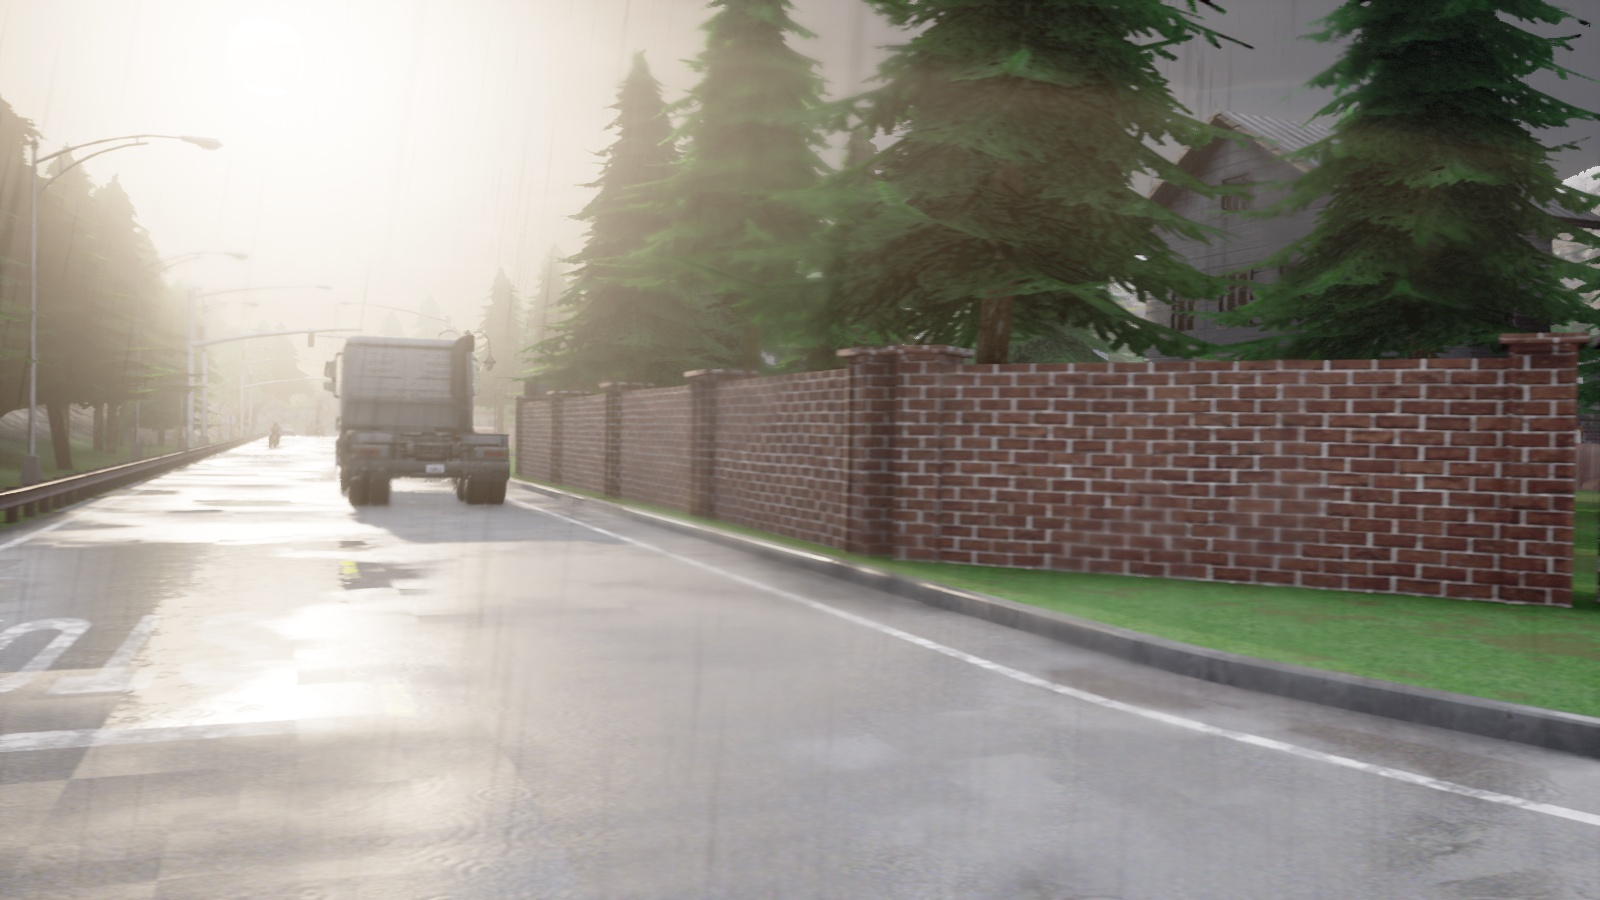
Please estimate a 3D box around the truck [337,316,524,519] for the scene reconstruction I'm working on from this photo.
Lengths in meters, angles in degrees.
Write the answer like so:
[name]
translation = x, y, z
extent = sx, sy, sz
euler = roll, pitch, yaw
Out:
[truck]
translation = -7.784, -0.613, 25.657
extent = 2.891, 3.462, 7.936
euler = -1, 1, -22
